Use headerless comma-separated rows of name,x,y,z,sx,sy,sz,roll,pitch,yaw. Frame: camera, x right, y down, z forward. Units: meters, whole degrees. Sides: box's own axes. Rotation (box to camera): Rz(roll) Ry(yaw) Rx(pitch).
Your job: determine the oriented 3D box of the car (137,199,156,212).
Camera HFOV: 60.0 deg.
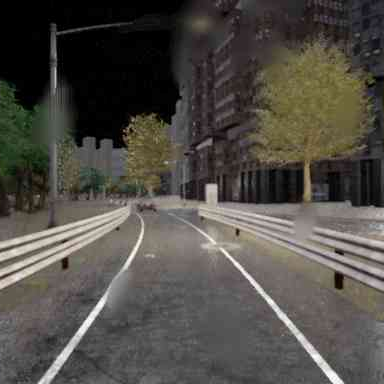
car,-6.279,1.703,45.255,2.097,1.767,4.553,0,-1,-16
